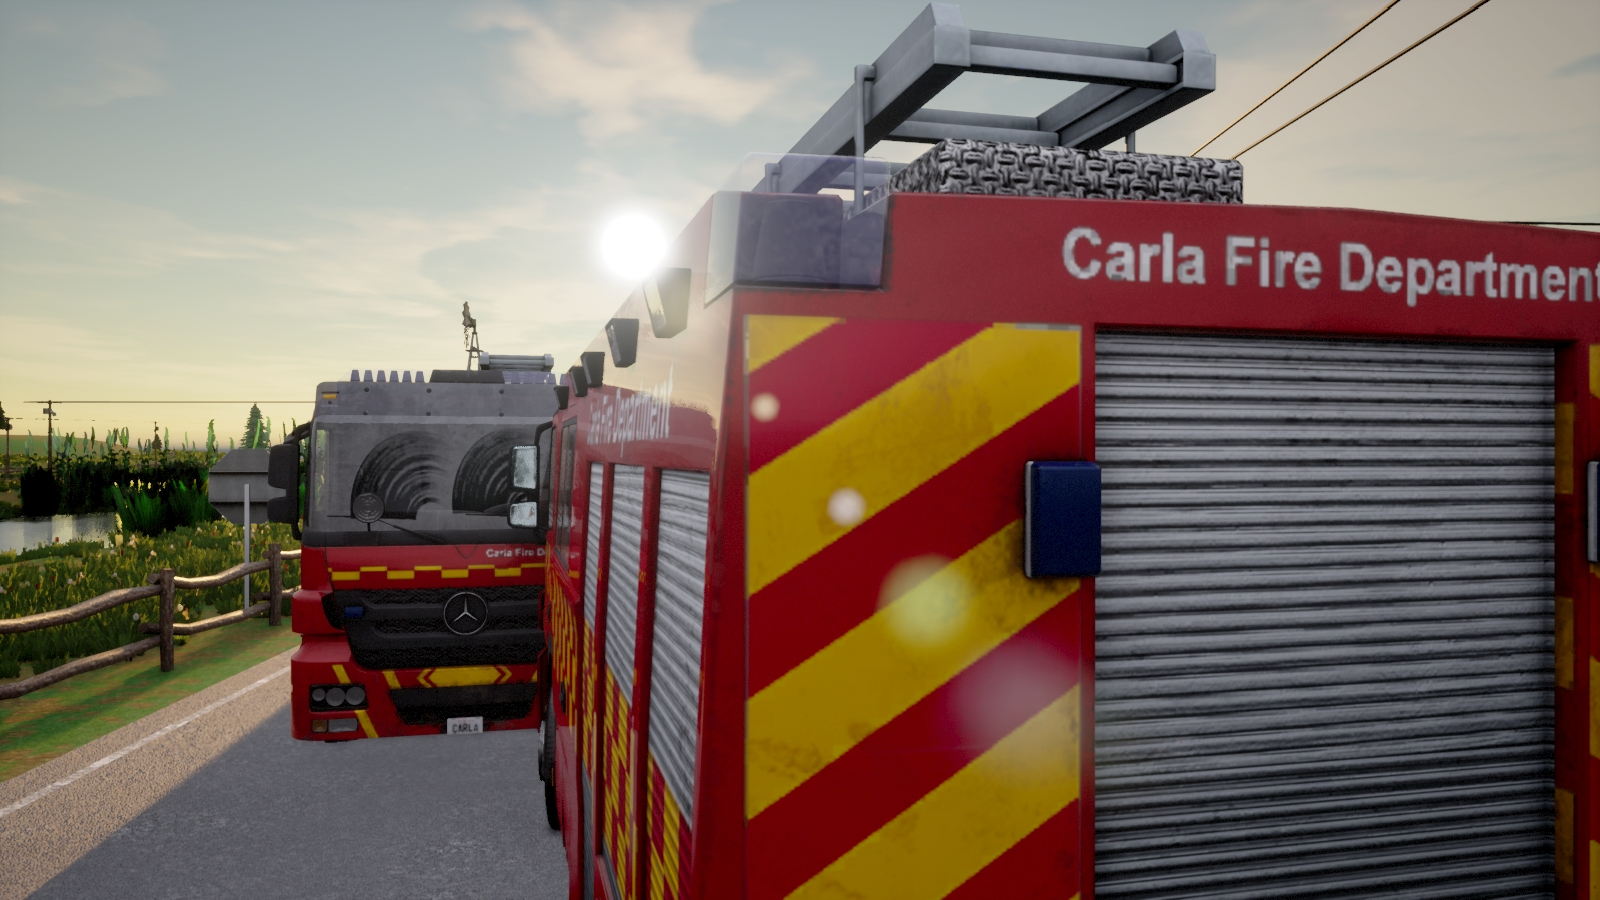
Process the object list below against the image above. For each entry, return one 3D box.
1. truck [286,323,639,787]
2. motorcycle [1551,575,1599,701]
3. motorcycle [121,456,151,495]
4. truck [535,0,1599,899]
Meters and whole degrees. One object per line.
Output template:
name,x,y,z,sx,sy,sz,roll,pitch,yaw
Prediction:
truck,-3.910,0.862,13.876,2.891,3.827,8.468,0,0,-15
motorcycle,9.787,2.142,13.127,1.805,1.316,0.856,0,0,-7
motorcycle,-41.331,1.577,71.182,0.803,2.348,2.033,0,0,-4
truck,0.022,0.867,6.872,2.891,3.827,8.468,0,0,-15
